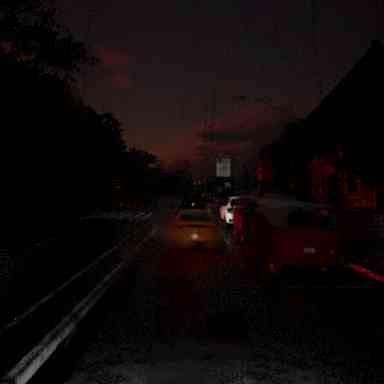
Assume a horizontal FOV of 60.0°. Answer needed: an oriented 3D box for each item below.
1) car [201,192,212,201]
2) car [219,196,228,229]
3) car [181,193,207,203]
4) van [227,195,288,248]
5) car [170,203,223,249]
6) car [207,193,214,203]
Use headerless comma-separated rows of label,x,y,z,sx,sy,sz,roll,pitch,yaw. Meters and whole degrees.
car,2.934,0.928,68.567,1.882,1.535,5.008,0,2,0
car,3.053,1.235,21.822,2.435,2.045,5.566,0,0,0
car,0.104,1.212,33.199,2.150,2.045,5.566,0,0,0
van,3.053,1.263,16.364,1.878,1.987,4.442,0,0,0
car,0.099,1.487,14.746,1.882,1.535,5.008,0,0,0
car,2.934,1.238,60.717,1.837,1.490,4.892,0,2,0
